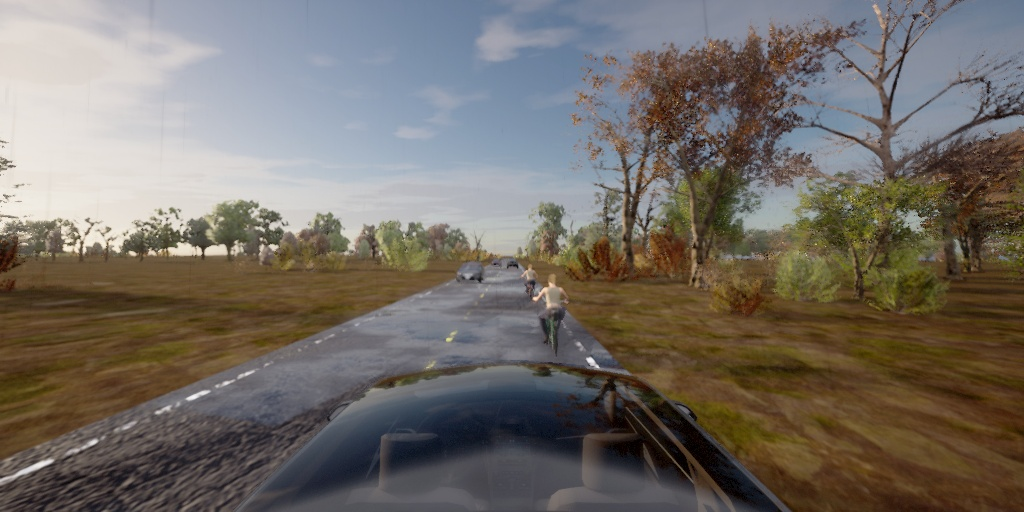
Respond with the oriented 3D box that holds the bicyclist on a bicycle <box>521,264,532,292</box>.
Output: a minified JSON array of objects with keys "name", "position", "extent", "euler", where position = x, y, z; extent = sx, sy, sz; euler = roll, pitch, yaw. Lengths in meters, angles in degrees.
[{"name":"bicyclist on a bicycle","position":[0.821,1.185,16.336],"extent":[0.866,1.612,1.509],"euler":[-1,0,0]}]

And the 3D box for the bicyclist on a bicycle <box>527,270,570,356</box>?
[{"name":"bicyclist on a bicycle","position":[0.849,1.183,7.600],"extent":[0.866,1.612,1.509],"euler":[0,0,0]}]

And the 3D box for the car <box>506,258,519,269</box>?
[{"name":"car","position":[0.095,1.255,58.165],"extent":[1.837,1.490,4.892],"euler":[0,0,0]}]

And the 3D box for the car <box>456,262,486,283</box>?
[{"name":"car","position":[-3.101,1.242,27.730],"extent":[2.128,1.511,4.902],"euler":[0,0,0]}]
